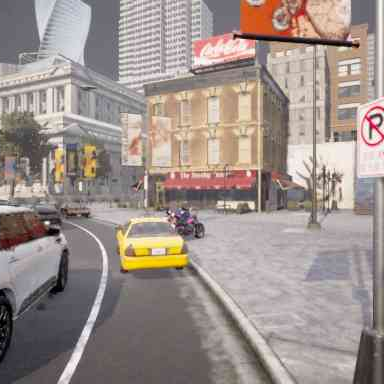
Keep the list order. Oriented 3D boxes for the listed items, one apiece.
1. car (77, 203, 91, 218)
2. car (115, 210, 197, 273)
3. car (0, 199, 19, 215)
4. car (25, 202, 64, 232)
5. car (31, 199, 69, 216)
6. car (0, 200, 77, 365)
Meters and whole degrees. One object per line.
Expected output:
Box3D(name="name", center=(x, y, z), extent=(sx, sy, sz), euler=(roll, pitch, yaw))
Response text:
Box3D(name="car", center=(-10.377, 1.586, 28.766), extent=(1.895, 1.301, 4.718), euler=(0, 0, -34))
Box3D(name="car", center=(-1.478, 1.456, 10.764), extent=(1.801, 1.575, 5.366), euler=(0, 0, -15))
Box3D(name="car", center=(-20.096, 1.529, 34.539), extent=(5.357, 1.411, 2.033), euler=(0, 0, 42))
Box3D(name="car", center=(-9.563, 1.498, 21.336), extent=(1.837, 1.490, 4.892), euler=(0, 0, -29))
Box3D(name="car", center=(-14.167, 1.507, 33.065), extent=(2.002, 1.452, 4.674), euler=(0, 0, -44))
Box3D(name="car", center=(-3.695, 1.215, 5.615), extent=(2.150, 2.045, 5.566), euler=(0, 0, -8))
